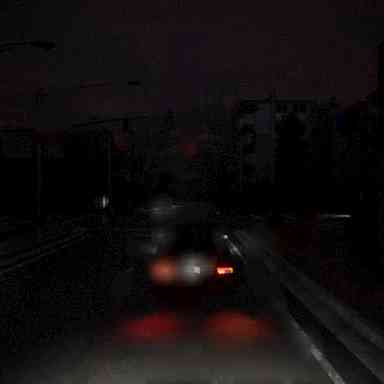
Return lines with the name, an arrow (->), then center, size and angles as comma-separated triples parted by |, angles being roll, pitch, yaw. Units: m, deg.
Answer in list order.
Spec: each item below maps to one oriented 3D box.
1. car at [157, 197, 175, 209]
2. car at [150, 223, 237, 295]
car -> -3.711, 1.526, 45.965 | 1.812, 1.442, 4.674 | 0, 0, 0
car -> 0.038, 1.547, 8.853 | 2.033, 1.411, 5.357 | 0, 0, 0
